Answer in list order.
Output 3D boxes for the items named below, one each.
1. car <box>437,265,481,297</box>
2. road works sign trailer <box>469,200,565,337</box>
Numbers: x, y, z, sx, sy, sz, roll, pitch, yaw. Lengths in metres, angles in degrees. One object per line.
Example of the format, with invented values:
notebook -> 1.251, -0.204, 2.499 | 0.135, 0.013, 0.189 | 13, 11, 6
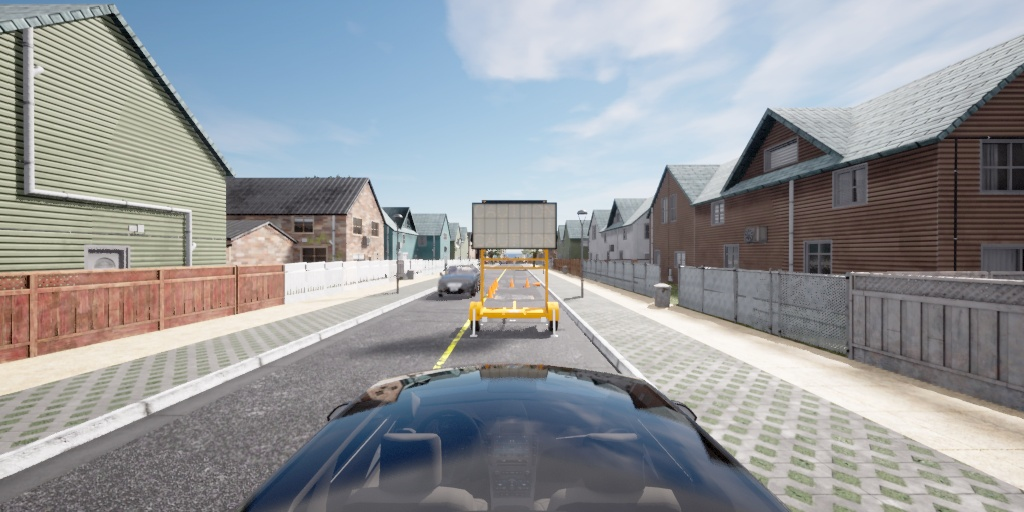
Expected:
car -> -2.627, 1.250, 18.798 | 2.128, 1.511, 4.902 | 0, 0, 0
road works sign trailer -> 0.069, 0.214, 10.264 | 2.380, 3.560, 2.880 | 0, 0, 1
